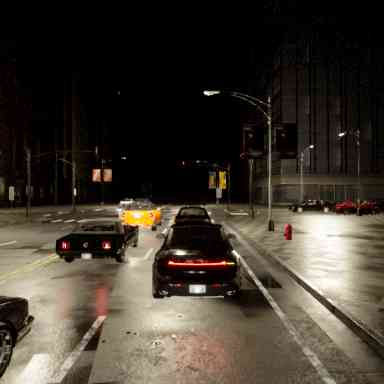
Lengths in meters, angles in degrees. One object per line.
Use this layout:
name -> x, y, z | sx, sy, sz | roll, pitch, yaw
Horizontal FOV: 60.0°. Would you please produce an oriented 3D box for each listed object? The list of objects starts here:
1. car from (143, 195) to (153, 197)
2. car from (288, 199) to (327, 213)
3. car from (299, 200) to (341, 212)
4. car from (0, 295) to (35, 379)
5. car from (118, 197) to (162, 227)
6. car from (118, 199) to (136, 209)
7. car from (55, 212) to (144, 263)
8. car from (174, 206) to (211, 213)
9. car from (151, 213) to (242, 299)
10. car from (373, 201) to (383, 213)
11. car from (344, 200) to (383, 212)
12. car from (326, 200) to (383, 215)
car -> -9.612, 1.600, 71.825 | 2.150, 2.045, 5.566 | 0, 0, 0
car -> 13.200, 1.574, 37.056 | 4.892, 1.490, 1.837 | 0, -1, -1
car -> 15.262, 1.661, 39.837 | 4.313, 1.339, 1.947 | 0, 0, -1
car -> -3.152, 1.548, 2.269 | 2.033, 1.411, 5.357 | 0, 0, 0
car -> -3.109, 1.395, 21.050 | 2.097, 1.767, 4.553 | 0, 0, 0
car -> -9.746, 1.743, 50.463 | 1.812, 1.442, 4.674 | 0, 0, 0
car -> -3.125, 1.615, 12.057 | 1.895, 1.301, 4.718 | 0, 0, 0
car -> 0.035, 1.509, 17.937 | 1.882, 1.535, 5.008 | 0, 0, 0
car -> 0.114, 1.511, 8.446 | 1.837, 1.490, 4.892 | 0, 0, 0
car -> 23.100, 1.638, 37.192 | 4.718, 1.301, 1.895 | 0, -1, -1
car -> 20.902, 1.642, 39.914 | 4.313, 1.339, 1.947 | 0, 0, -1
car -> 15.376, 1.576, 31.313 | 4.206, 1.307, 1.802 | 0, 0, -1
